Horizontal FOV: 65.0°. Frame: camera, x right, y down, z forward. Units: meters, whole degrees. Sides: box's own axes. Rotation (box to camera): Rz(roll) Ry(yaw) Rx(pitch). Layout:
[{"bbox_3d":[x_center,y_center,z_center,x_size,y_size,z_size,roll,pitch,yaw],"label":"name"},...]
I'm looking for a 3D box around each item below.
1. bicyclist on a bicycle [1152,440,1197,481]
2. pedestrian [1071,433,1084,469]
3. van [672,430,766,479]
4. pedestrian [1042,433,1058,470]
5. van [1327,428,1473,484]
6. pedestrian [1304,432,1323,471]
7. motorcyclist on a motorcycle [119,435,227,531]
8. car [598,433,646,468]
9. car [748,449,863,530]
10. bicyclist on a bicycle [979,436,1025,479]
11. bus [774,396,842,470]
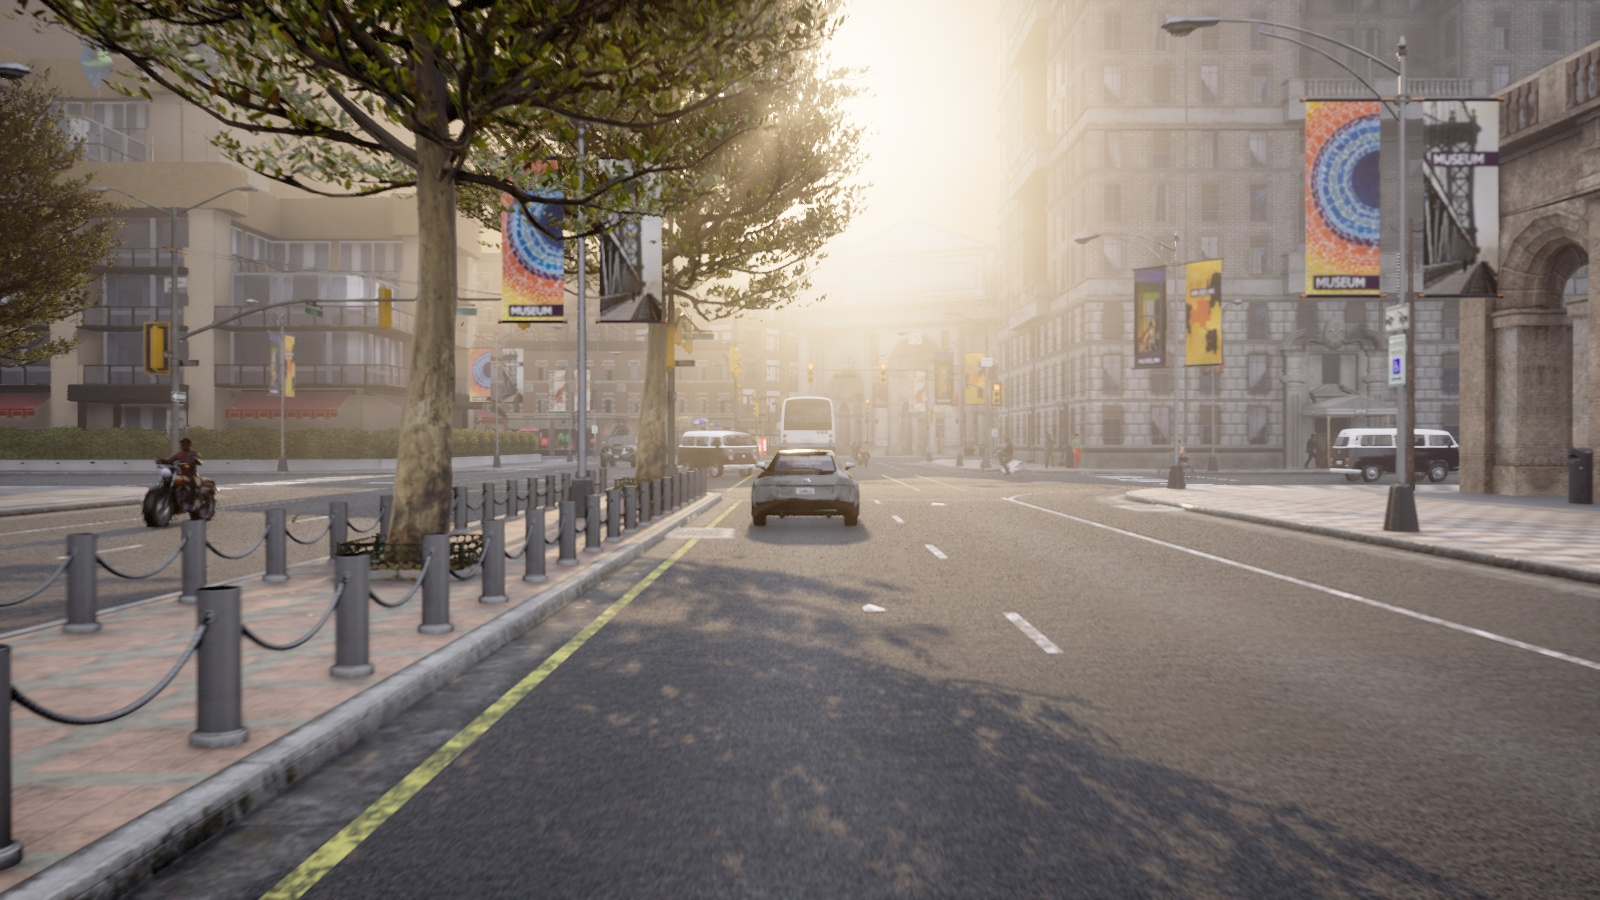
[{"bbox_3d":[15.050,0.412,50.469,1.509,1.612,0.866,0,1,-5],"label":"bicyclist on a bicycle"},{"bbox_3d":[14.014,0.059,63.428,0.345,1.836,0.594,0,0,-19],"label":"pedestrian"},{"bbox_3d":[-3.578,0.159,54.782,2.069,2.038,4.480,-1,1,-35],"label":"van"},{"bbox_3d":[12.622,0.058,63.379,0.540,1.848,0.694,0,0,-11],"label":"pedestrian"},{"bbox_3d":[22.496,0.226,47.209,4.480,2.038,2.069,0,0,0],"label":"van"},{"bbox_3d":[25.828,0.070,63.147,0.788,1.949,0.423,0,0,4],"label":"pedestrian"},{"bbox_3d":[-11.349,0.560,22.840,0.766,1.649,2.350,0,1,0],"label":"motorcyclist on a motorcycle"},{"bbox_3d":[-11.019,0.018,78.063,2.150,2.045,5.566,0,0,0],"label":"car"},{"bbox_3d":[0.100,0.677,23.872,1.994,1.385,4.181,0,0,0],"label":"car"},{"bbox_3d":[8.711,0.319,54.213,1.843,1.776,0.659,1,0,0],"label":"bicyclist on a bicycle"},{"bbox_3d":[0.482,-1.067,78.031,3.944,4.253,10.273,0,1,0],"label":"bus"}]
